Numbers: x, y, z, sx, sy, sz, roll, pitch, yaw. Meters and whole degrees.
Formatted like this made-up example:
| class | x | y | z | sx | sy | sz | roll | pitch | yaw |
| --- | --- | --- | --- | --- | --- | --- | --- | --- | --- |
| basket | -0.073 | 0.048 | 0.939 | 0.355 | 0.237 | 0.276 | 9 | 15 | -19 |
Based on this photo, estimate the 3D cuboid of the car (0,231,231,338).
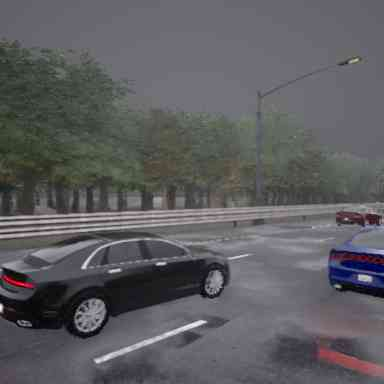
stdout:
| class | x | y | z | sx | sy | sz | roll | pitch | yaw |
| --- | --- | --- | --- | --- | --- | --- | --- | --- | --- |
| car | -1.211 | 1.567 | 6.841 | 4.892 | 1.490 | 1.837 | 1 | -1 | -44 |

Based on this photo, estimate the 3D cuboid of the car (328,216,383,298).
| class | x | y | z | sx | sy | sz | roll | pitch | yaw |
| --- | --- | --- | --- | --- | --- | --- | --- | --- | --- |
| car | 5.190 | 1.562 | 8.228 | 5.008 | 1.535 | 1.882 | 1 | -1 | -43 |

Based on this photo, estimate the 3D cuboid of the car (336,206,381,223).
| class | x | y | z | sx | sy | sz | roll | pitch | yaw |
| --- | --- | --- | --- | --- | --- | --- | --- | --- | --- |
| car | 12.468 | 1.772 | 24.740 | 5.008 | 1.535 | 1.882 | 1 | -1 | -44 |
